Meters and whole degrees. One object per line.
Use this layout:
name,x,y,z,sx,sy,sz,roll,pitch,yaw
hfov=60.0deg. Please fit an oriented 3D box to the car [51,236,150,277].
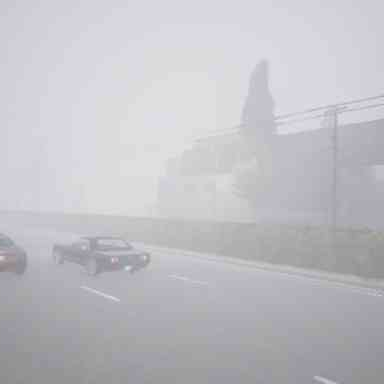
car,-3.789,2.395,13.161,1.895,1.301,4.718,7,-6,-45

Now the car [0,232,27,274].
car,-7.550,2.111,12.000,1.994,1.385,4.181,7,-6,-45
